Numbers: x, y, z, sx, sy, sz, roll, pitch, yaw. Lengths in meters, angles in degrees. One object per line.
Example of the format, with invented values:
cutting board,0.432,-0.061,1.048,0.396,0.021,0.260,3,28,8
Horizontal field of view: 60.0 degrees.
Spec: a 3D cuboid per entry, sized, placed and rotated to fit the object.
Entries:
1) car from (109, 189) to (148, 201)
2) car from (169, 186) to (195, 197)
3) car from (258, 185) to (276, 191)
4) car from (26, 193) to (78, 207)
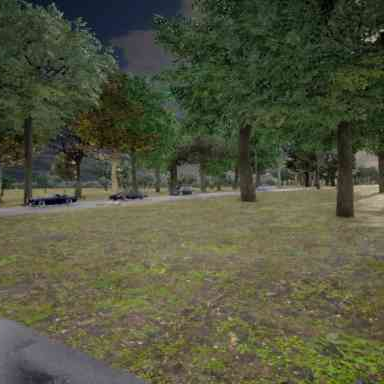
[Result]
car,-7.865,0.324,41.839,2.033,1.411,5.357,-1,2,37
car,-1.426,-0.122,50.176,1.837,1.490,4.892,-1,2,38
car,14.708,-0.822,65.103,1.895,1.301,4.718,-1,2,37
car,-14.159,0.784,33.652,1.895,1.301,4.718,-1,2,38
